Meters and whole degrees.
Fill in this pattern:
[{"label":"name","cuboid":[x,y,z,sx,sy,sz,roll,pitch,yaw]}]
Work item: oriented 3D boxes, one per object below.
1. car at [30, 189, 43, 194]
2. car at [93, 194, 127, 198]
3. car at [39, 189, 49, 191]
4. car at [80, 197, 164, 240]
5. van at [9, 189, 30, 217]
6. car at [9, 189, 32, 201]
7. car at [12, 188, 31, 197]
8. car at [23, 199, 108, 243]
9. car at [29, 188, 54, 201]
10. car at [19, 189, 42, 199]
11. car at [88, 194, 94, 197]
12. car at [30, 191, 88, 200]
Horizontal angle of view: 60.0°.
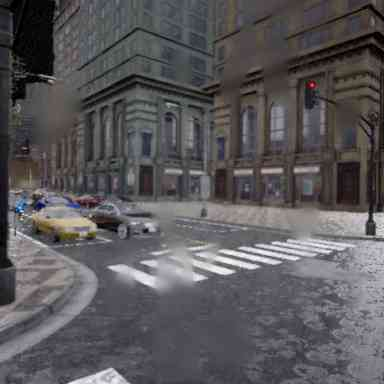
[{"label":"car","cuboid":[-15.733,0.721,30.711,2.128,1.511,4.902,1,1,-40]},{"label":"car","cuboid":[-6.452,1.065,28.748,1.947,1.339,4.313,2,0,-40]},{"label":"car","cuboid":[-17.255,0.572,41.677,2.008,1.369,4.403,2,0,-40]},{"label":"car","cuboid":[-3.199,1.237,15.712,2.128,1.511,4.902,1,1,-40]},{"label":"van","cuboid":[-12.980,0.748,23.271,1.690,1.788,3.998,2,0,-40]},{"label":"car","cuboid":[-22.865,0.354,44.227,1.812,1.442,4.674,1,1,-40]},{"label":"car","cuboid":[-28.059,0.108,54.603,1.802,1.307,4.206,2,0,-40]},{"label":"car","cuboid":[-5.671,1.225,14.519,1.752,1.417,4.829,2,0,-40]},{"label":"car","cuboid":[-20.852,0.296,45.985,1.967,1.590,4.097,2,0,-40]},{"label":"car","cuboid":[-24.457,0.241,50.294,2.008,1.369,4.403,2,0,-40]},{"label":"car","cuboid":[-10.051,0.890,33.057,1.887,1.381,4.507,2,0,-40]},{"label":"car","cuboid":[-9.246,0.984,22.938,1.882,1.535,5.008,1,1,-40]}]
